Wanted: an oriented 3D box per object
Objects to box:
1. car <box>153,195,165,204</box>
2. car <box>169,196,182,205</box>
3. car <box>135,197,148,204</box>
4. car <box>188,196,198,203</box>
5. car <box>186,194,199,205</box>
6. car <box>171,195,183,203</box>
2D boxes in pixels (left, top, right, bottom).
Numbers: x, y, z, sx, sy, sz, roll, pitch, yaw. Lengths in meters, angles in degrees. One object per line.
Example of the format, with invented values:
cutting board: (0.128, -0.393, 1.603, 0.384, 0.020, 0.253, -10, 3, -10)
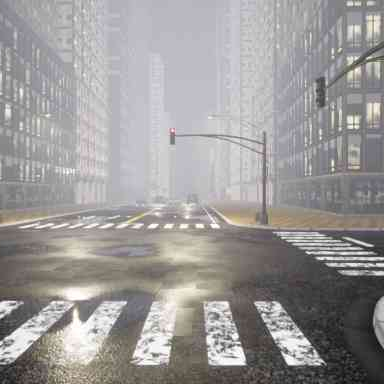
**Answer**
car: (-6.372, 1.468, 64.382, 2.097, 1.767, 4.553, 0, 0, 0)
car: (-3.130, 1.702, 60.206, 1.895, 1.301, 4.718, 0, 0, 0)
car: (-9.621, 1.664, 64.357, 2.033, 1.411, 5.357, 0, 0, 0)
car: (0.141, 1.541, 70.588, 1.994, 1.385, 4.181, 0, 0, 0)
car: (0.120, 1.323, 60.201, 2.150, 2.045, 5.566, 0, 0, 0)
car: (-3.110, 1.495, 70.178, 2.128, 1.511, 4.902, 0, 0, 0)
